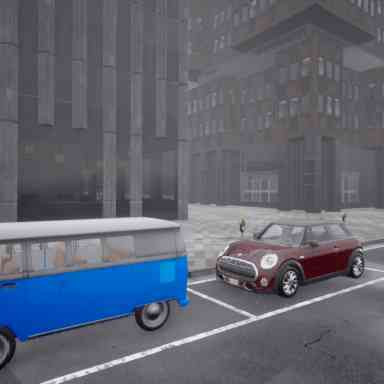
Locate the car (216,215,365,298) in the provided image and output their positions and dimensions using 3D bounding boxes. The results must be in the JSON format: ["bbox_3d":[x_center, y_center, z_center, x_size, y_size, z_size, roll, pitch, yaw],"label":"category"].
[{"bbox_3d":[2.539,1.441,8.450,4.097,1.590,1.967,0,0,-35],"label":"car"}]

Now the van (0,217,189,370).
[{"bbox_3d":[-1.962,1.341,5.247,3.998,1.788,1.690,0,0,-35],"label":"van"}]
